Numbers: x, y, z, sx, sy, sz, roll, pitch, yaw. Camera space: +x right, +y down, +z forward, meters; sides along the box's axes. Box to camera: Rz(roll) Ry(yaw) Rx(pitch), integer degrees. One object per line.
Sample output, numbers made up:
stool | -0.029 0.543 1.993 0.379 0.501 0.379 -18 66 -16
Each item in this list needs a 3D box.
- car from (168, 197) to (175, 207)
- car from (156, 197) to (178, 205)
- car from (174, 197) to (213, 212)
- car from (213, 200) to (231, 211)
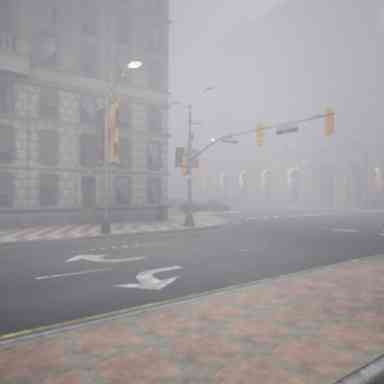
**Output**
car | -2.060 1.638 49.852 1.837 1.490 4.892 0 0 -35
car | -5.023 1.715 66.340 2.033 1.411 5.357 0 0 -35
car | 0.127 1.680 40.796 1.994 1.385 4.181 0 0 -36
car | 3.060 1.697 42.714 1.994 1.385 4.181 0 0 -36
